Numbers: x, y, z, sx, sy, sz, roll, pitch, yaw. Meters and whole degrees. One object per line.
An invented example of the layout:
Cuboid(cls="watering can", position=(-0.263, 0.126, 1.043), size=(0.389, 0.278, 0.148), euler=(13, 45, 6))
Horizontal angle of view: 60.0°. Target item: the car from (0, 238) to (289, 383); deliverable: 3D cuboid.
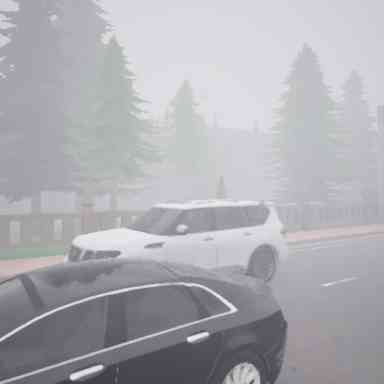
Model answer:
Cuboid(cls="car", position=(-1.191, 1.505, 3.140), size=(4.892, 1.490, 1.837), euler=(0, 0, -34))

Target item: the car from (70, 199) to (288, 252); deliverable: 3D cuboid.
Cuboid(cls="car", position=(-0.115, 1.221, 8.057), size=(5.566, 2.045, 2.150), euler=(0, 0, -33))
